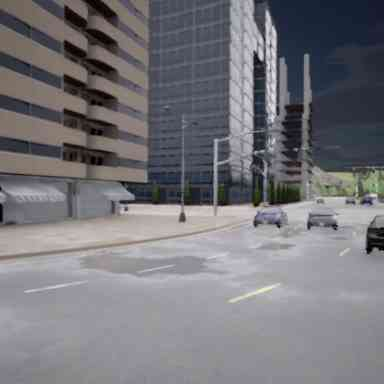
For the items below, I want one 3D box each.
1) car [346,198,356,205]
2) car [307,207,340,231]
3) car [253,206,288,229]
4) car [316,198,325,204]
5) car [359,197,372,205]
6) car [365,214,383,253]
[{"bbox_3d":[39.384,2.273,82.543,2.097,1.767,4.553,0,-1,24],"label":"car"},{"bbox_3d":[9.011,1.771,22.723,1.812,1.442,4.674,0,-1,25],"label":"car"},{"bbox_3d":[5.809,1.761,24.137,1.812,1.442,4.674,0,-1,25],"label":"car"},{"bbox_3d":[33.386,2.426,86.288,1.837,1.490,4.892,0,-1,24],"label":"car"},{"bbox_3d":[42.481,2.145,80.891,2.150,2.045,5.566,0,-1,24],"label":"car"},{"bbox_3d":[8.398,1.646,13.868,1.882,1.535,5.008,0,0,31],"label":"car"}]
